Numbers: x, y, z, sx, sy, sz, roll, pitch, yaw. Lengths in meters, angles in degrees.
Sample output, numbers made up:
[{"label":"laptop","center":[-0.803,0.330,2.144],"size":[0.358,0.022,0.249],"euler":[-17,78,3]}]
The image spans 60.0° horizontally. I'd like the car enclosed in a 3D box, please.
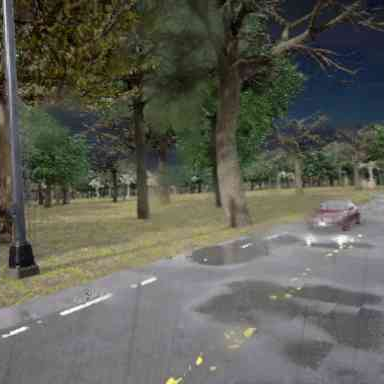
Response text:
[{"label":"car","center":[7.440,1.131,17.245],"size":[1.812,1.442,4.674],"euler":[-3,0,38]}]
